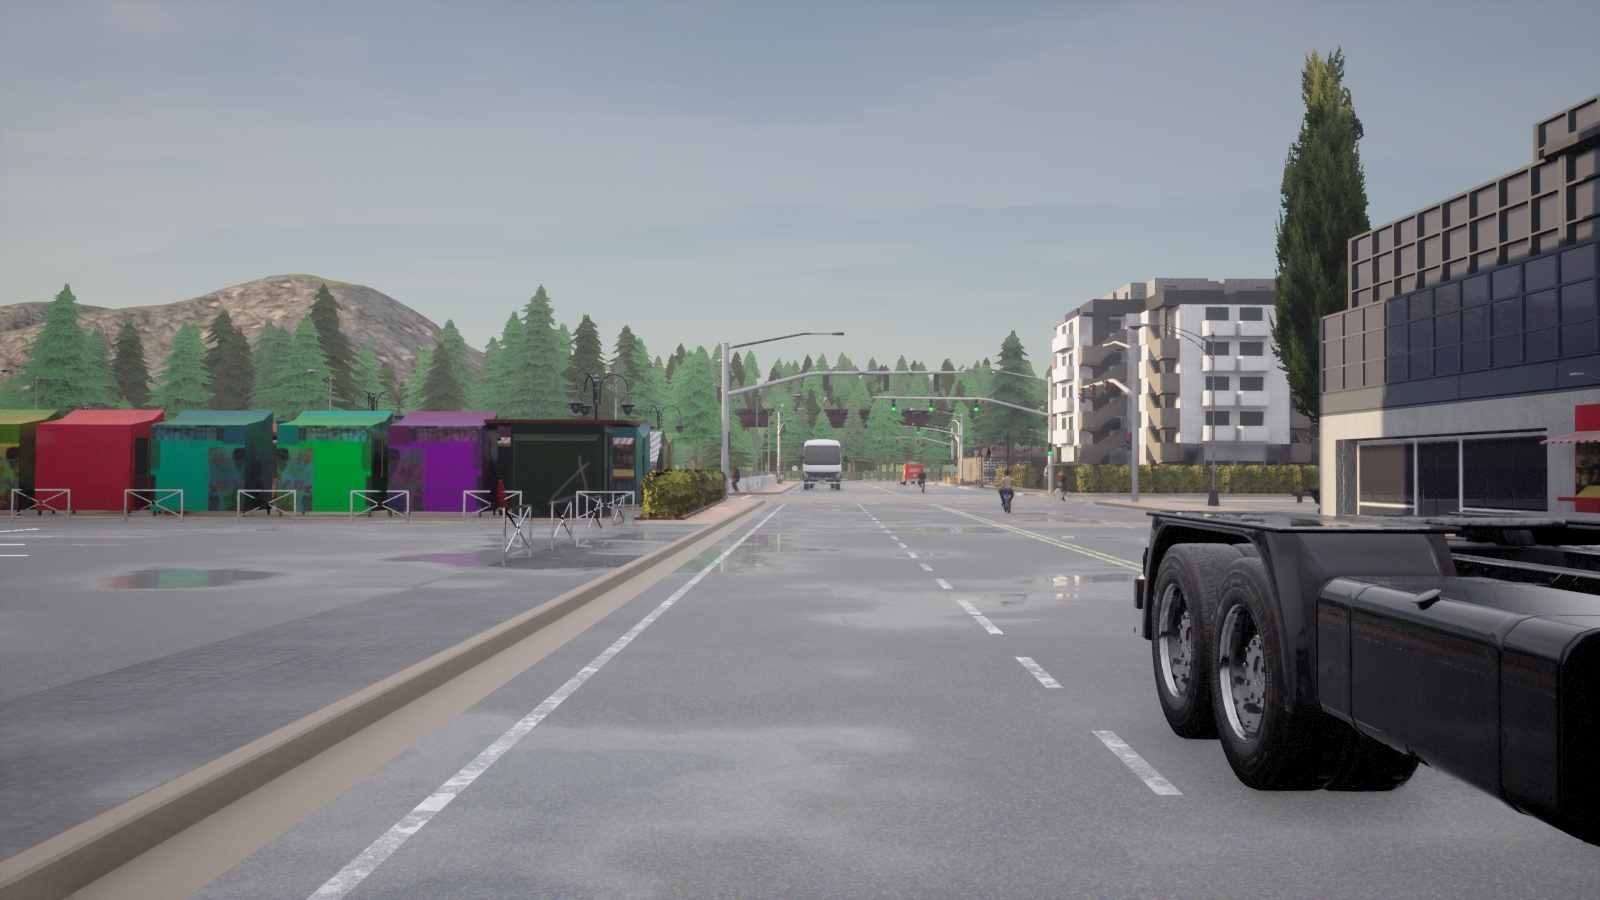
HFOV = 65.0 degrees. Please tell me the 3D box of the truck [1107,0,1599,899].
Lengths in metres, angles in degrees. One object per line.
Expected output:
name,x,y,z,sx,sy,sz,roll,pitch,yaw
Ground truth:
truck,3.537,-0.102,4.747,2.891,3.462,7.936,0,-1,1
